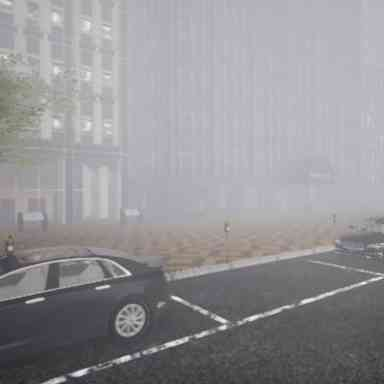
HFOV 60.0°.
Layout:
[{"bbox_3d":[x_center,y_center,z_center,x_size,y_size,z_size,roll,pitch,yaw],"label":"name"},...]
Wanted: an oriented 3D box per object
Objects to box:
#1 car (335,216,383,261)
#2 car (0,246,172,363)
[{"bbox_3d":[6.600,1.497,11.272,4.403,1.369,2.008,0,0,-36],"label":"car"},{"bbox_3d":[-2.392,1.547,4.856,4.403,1.369,2.008,0,0,-36],"label":"car"}]
